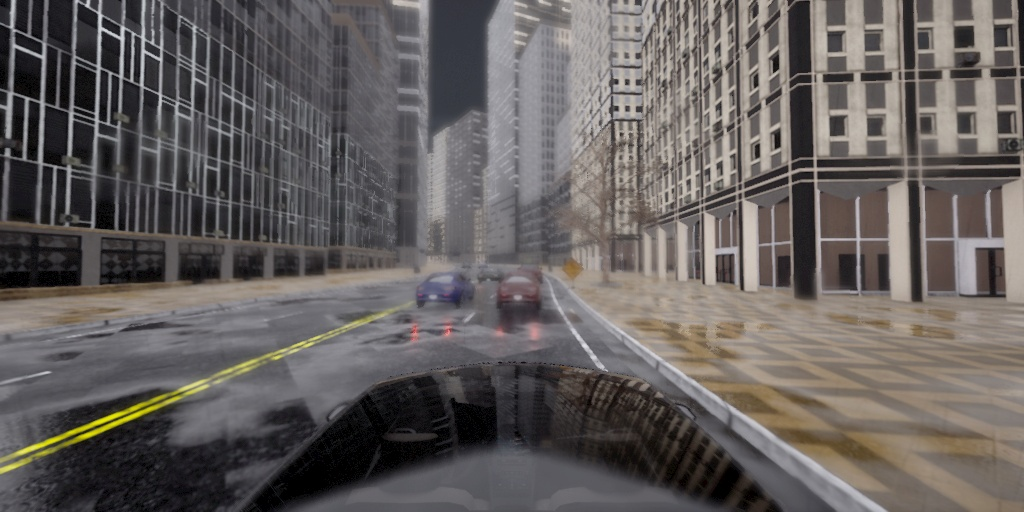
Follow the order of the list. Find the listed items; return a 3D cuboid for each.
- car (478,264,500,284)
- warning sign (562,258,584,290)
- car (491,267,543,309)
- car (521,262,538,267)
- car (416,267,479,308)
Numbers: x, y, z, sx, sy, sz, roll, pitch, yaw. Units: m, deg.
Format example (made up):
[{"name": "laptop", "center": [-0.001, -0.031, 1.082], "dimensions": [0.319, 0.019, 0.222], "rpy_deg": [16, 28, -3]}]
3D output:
[{"name": "car", "center": [-1.721, 1.633, 30.674], "dimensions": [1.895, 1.301, 4.718], "rpy_deg": [0, -1, 4]}, {"name": "warning sign", "center": [3.590, 1.045, 21.039], "dimensions": [1.300, 1.860, 1.060], "rpy_deg": [0, 0, 5]}, {"name": "car", "center": [0.371, 1.409, 15.812], "dimensions": [1.812, 1.442, 4.674], "rpy_deg": [0, 0, 4]}, {"name": "car", "center": [1.519, 1.377, 30.423], "dimensions": [2.097, 1.767, 4.553], "rpy_deg": [0, -1, 4]}, {"name": "car", "center": [-2.873, 1.414, 16.015], "dimensions": [1.812, 1.442, 4.674], "rpy_deg": [0, 0, 4]}]
